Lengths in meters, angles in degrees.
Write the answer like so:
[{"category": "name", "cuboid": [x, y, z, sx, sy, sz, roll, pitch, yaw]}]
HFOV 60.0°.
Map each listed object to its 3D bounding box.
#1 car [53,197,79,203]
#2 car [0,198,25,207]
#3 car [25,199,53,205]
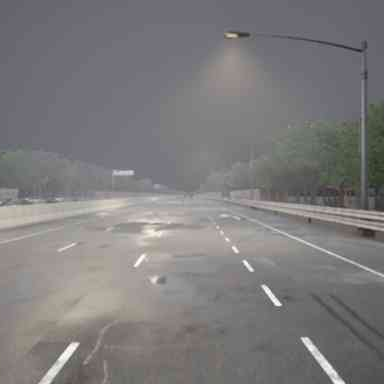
[{"category": "car", "cuboid": [-17.659, 1.650, 47.716, 2.097, 1.767, 4.553, 0, -1, 0]}, {"category": "car", "cuboid": [-24.654, 1.798, 47.247, 1.837, 1.490, 4.892, 0, 0, 0]}, {"category": "car", "cuboid": [-21.158, 1.771, 47.236, 1.882, 1.535, 5.008, 0, 0, 0]}]
